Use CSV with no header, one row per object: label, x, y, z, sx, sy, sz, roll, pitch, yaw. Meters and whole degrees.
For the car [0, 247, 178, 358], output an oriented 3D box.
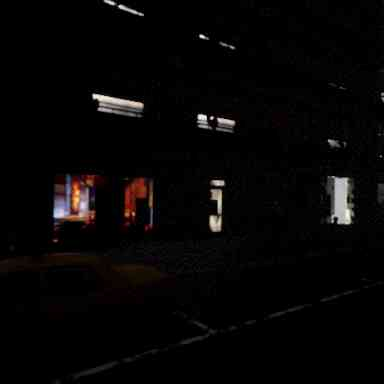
car,-2.516,1.531,4.755,4.829,1.417,1.752,1,0,-35
